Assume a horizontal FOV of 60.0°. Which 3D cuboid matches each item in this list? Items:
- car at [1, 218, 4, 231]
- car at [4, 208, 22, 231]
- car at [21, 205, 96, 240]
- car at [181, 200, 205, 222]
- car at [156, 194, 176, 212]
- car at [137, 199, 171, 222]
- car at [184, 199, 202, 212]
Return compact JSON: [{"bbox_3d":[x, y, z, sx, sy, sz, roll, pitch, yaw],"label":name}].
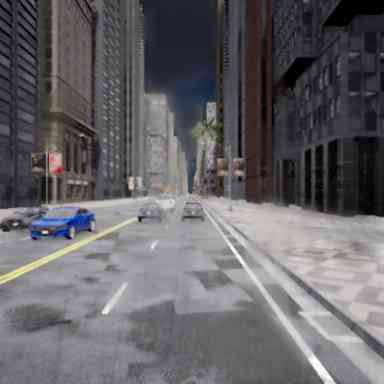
[{"bbox_3d":[-9.814,1.236,12.399,2.150,2.045,5.566,0,0,1],"label":"car"},{"bbox_3d":[-9.742,1.587,20.331,1.994,1.385,4.181,0,0,0],"label":"car"},{"bbox_3d":[-6.526,1.498,17.323,1.882,1.535,5.008,0,0,1],"label":"car"},{"bbox_3d":[0.106,1.581,26.937,2.033,1.411,5.357,0,0,0],"label":"car"},{"bbox_3d":[-3.134,1.273,39.292,2.150,2.045,5.566,0,0,0],"label":"car"},{"bbox_3d":[-3.137,1.580,26.599,2.033,1.411,5.357,0,0,0],"label":"car"},{"bbox_3d":[0.116,1.614,40.328,1.994,1.385,4.181,0,0,0],"label":"car"}]
